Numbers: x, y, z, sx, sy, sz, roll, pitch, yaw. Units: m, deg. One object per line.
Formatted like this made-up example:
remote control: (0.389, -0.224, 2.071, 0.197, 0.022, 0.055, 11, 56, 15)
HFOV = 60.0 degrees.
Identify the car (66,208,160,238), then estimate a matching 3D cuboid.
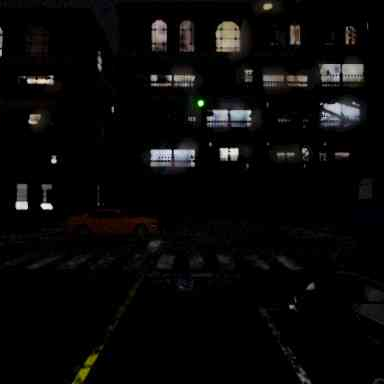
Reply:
car: (-4.280, 1.676, 18.346, 5.008, 1.535, 1.882, 0, -1, 0)

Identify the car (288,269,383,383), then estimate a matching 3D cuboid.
car: (2.574, 1.608, 4.176, 1.947, 1.339, 4.313, 1, -1, 0)

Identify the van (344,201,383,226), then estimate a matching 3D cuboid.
van: (13.083, 1.523, 23.753, 3.998, 1.788, 1.690, 0, -1, 0)
